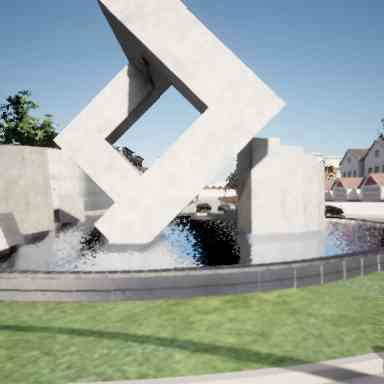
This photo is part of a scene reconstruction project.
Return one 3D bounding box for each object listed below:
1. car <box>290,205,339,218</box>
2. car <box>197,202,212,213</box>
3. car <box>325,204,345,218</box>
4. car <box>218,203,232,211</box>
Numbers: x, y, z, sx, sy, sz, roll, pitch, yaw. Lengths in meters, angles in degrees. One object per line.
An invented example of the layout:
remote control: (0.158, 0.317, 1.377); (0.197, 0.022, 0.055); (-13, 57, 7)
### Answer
car: (13.720, 2.134, 37.450); (4.718, 1.301, 1.895); (-1, -1, 45)
car: (1.826, 2.302, 50.333); (1.882, 1.535, 5.008); (-1, -1, -4)
car: (12.807, 1.979, 33.568); (1.837, 1.490, 4.892); (0, -1, -44)
car: (5.378, 2.433, 54.423); (1.994, 1.385, 4.181); (0, -1, 1)
